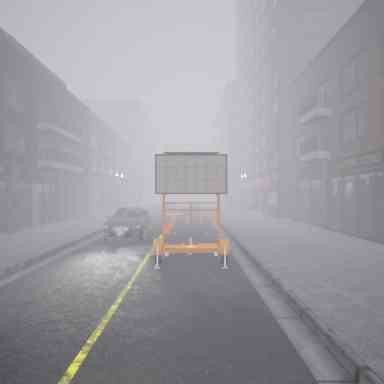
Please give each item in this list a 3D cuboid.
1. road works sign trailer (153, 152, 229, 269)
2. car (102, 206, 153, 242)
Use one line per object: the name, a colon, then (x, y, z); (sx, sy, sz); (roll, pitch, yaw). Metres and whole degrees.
road works sign trailer: (-0.027, 0.467, 11.172); (2.380, 3.560, 2.880); (0, 0, 0)
car: (-3.051, 1.496, 16.555); (2.128, 1.511, 4.902); (0, 0, 0)
